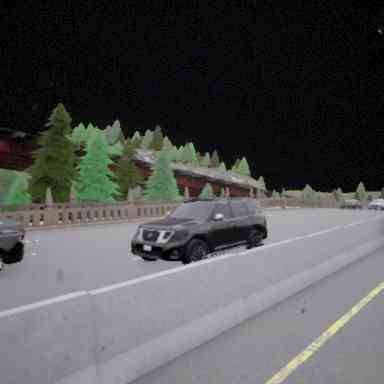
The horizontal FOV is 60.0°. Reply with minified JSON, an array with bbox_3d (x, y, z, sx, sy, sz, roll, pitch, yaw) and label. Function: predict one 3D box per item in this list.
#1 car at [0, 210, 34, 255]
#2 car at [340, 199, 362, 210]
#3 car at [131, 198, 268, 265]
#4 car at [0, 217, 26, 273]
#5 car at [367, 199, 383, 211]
[{"bbox_3d":[-8.573,1.521,11.792,2.128,1.511,4.902,0,0,42],"label":"car"},{"bbox_3d":[22.281,1.710,46.380,1.812,1.442,4.674,0,-2,42],"label":"car"},{"bbox_3d":[0.559,1.236,11.534,2.150,2.045,5.566,0,0,42],"label":"car"},{"bbox_3d":[-6.952,1.501,8.347,1.882,1.535,5.008,0,0,42],"label":"car"},{"bbox_3d":[24.656,1.685,43.789,1.812,1.442,4.674,0,-2,42],"label":"car"}]
